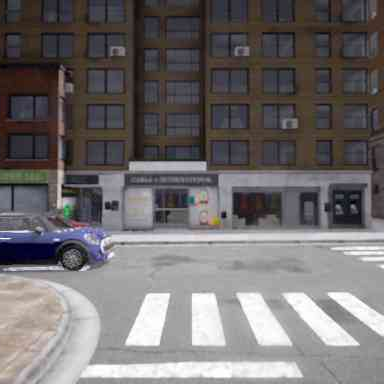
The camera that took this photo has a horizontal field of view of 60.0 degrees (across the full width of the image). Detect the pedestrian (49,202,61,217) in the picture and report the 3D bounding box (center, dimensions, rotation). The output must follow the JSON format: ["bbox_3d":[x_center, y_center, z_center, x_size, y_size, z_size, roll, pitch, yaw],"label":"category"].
[{"bbox_3d":[-6.835,1.405,16.488,0.375,1.860,0.375,0,-1,0],"label":"pedestrian"}]

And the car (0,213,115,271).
[{"bbox_3d":[-4.839,1.442,10.619,4.553,1.767,2.097,-1,-1,0],"label":"car"}]

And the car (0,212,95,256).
[{"bbox_3d":[-6.722,1.664,13.570,5.008,1.535,1.882,-1,-1,0],"label":"car"}]
